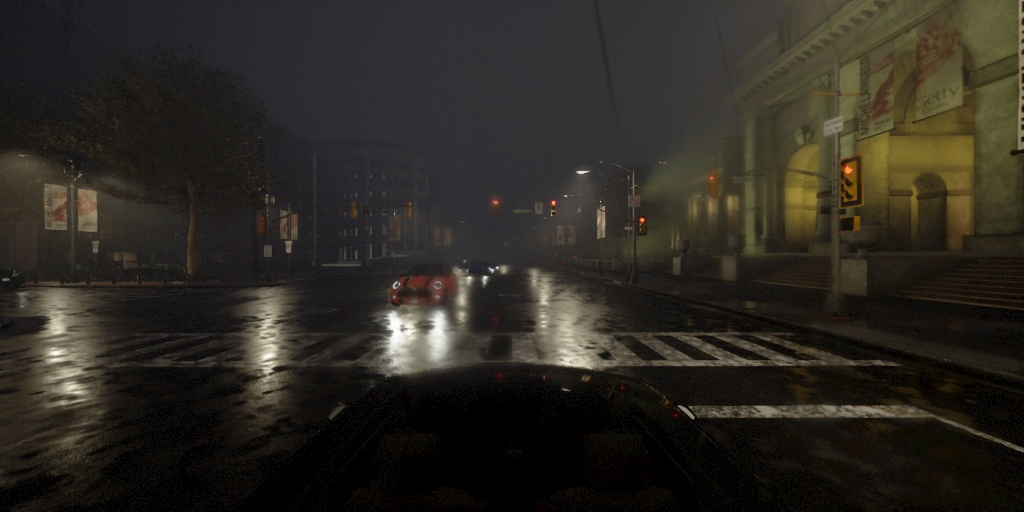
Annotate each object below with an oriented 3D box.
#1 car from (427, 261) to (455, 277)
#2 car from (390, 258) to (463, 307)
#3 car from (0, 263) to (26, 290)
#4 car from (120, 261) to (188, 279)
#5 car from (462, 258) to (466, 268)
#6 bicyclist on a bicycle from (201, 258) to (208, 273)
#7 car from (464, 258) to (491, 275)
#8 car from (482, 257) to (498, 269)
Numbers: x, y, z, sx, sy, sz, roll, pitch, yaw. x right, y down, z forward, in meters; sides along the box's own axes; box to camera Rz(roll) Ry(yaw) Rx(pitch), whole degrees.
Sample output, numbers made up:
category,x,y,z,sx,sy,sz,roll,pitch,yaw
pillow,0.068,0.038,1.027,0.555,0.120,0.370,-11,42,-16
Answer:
category,x,y,z,sx,sy,sz,roll,pitch,yaw
car,-7.098,1.254,36.363,1.837,1.490,4.892,0,0,0
car,-3.595,1.100,15.472,2.097,1.767,4.553,0,0,0
car,-31.114,0.971,20.095,5.566,2.045,2.150,0,0,0
car,-31.160,1.351,31.760,4.718,1.301,1.895,0,0,0
car,-7.095,1.297,56.145,2.033,1.411,5.357,0,0,0
bicyclist on a bicycle,-34.228,1.051,39.560,0.582,1.620,1.656,0,0,0
car,-3.596,1.227,38.626,1.882,1.535,5.008,0,0,0
car,-3.603,1.312,56.240,1.994,1.385,4.181,0,0,0
